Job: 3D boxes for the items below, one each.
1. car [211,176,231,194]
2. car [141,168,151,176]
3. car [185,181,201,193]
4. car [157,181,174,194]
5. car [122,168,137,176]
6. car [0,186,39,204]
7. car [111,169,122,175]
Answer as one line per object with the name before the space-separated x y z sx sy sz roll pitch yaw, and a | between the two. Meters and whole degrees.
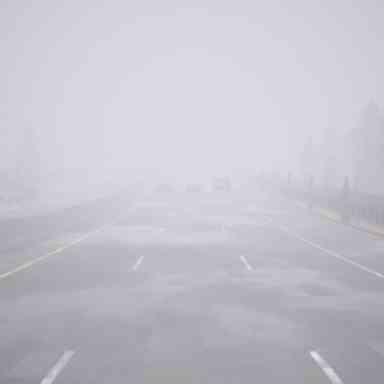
car | 3.654 -0.955 41.638 2.150 2.045 5.566 0 7 0
car | -10.149 -4.679 74.903 2.097 1.767 4.553 0 7 0
car | 0.160 -0.658 42.068 1.994 1.385 4.181 0 7 1
car | -3.338 -0.659 42.095 1.994 1.385 4.181 0 7 1
car | -13.649 -4.554 74.908 1.882 1.535 5.008 0 7 0
car | -17.426 0.227 33.712 2.128 1.511 4.902 0 6 1
car | -17.145 -4.565 75.702 1.895 1.301 4.718 0 7 0
